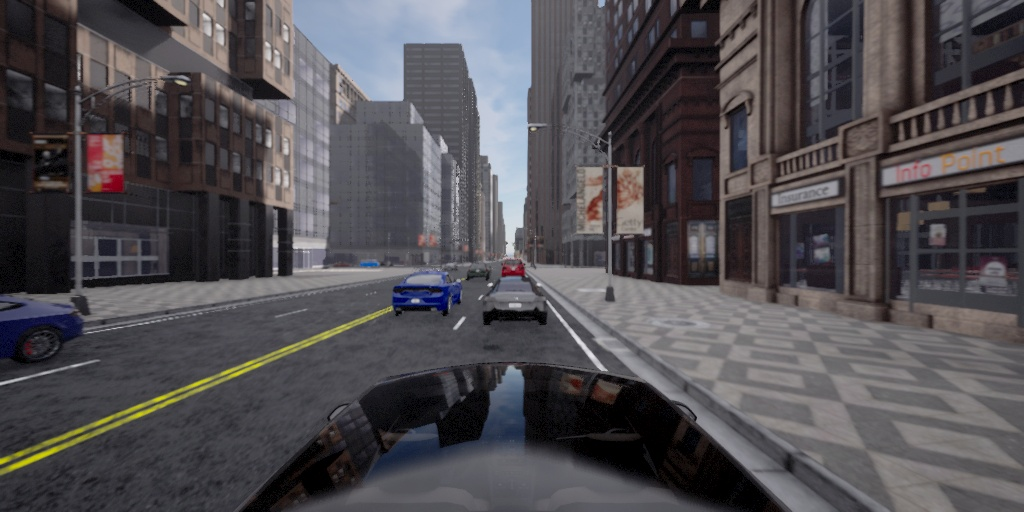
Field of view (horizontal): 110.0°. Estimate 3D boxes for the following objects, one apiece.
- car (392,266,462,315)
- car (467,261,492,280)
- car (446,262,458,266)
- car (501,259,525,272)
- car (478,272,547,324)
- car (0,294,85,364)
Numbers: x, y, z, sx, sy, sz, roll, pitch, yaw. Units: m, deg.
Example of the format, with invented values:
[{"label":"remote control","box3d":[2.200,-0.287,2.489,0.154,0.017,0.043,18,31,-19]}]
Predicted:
[{"label":"car","box3d":[-3.150,1.341,14.187,1.882,1.535,5.008,0,-1,0]},{"label":"car","box3d":[-3.137,1.400,35.252,2.097,1.767,4.553,0,0,0]},{"label":"car","box3d":[-9.783,1.768,57.889,1.812,1.442,4.674,0,-1,0]},{"label":"car","box3d":[0.114,1.264,34.614,2.150,2.045,5.566,0,0,0]},{"label":"car","box3d":[0.095,1.411,12.346,1.994,1.385,4.181,0,0,0]},{"label":"car","box3d":[-9.849,1.310,5.544,1.812,1.442,4.674,0,-1,0]}]
